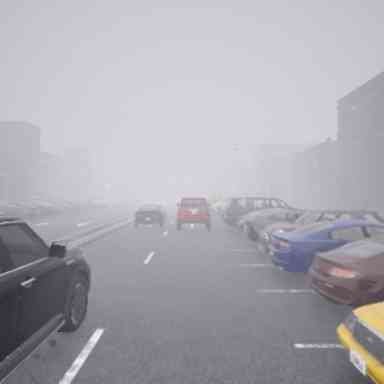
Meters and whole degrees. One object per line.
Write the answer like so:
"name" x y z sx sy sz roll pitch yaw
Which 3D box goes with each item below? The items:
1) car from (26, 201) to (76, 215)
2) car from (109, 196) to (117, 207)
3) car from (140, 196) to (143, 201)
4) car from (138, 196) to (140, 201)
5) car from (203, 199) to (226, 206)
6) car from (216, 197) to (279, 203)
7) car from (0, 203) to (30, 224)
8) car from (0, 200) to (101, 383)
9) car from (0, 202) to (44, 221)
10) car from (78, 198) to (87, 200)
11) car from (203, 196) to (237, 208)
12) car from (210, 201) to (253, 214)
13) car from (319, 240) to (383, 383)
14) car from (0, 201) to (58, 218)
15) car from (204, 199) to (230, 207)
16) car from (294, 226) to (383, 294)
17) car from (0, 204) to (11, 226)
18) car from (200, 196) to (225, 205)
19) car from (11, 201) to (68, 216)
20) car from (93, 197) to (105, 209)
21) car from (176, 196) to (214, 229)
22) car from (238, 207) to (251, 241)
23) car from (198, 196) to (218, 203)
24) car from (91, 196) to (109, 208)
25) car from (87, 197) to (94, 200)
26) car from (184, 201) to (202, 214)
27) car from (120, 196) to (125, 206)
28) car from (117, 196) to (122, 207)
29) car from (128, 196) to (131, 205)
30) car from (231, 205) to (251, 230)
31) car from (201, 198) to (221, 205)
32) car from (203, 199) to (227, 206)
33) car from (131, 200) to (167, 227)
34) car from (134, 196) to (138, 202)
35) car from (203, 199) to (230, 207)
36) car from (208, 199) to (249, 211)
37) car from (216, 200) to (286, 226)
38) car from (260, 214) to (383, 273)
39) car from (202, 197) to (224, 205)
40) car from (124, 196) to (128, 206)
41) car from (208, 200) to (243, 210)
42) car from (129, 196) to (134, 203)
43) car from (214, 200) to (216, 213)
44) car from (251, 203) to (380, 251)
"car" -15.712 1.765 37.238 4.674 1.452 2.002 0 -1 0
"car" -15.703 1.651 54.039 5.566 2.045 2.435 0 -1 0
"car" -15.608 1.999 81.822 5.566 2.045 2.435 0 -1 0
"car" -15.628 2.216 79.040 4.892 1.521 2.231 0 -1 0
"car" 4.620 2.156 69.876 4.674 1.452 2.002 0 -1 0
"car" 4.622 1.513 28.388 4.553 1.767 2.185 0 0 0
"car" -15.735 1.628 26.123 4.892 1.521 2.231 0 0 0
"car" -2.898 1.225 3.667 2.150 2.045 5.566 0 0 0
"car" -15.764 1.679 28.901 4.792 1.488 2.163 0 0 0
"car" -15.737 1.782 40.017 4.792 1.488 2.163 0 -1 0
"car" 4.615 1.674 55.964 5.566 2.045 2.435 0 -1 0
"car" 4.629 1.768 39.414 4.792 1.488 2.163 0 -1 0
"car" 4.457 1.479 3.575 5.366 1.575 1.946 0 0 0
"car" -15.722 1.675 31.806 5.008 1.535 2.097 0 -1 0
"car" 4.638 2.038 61.474 4.674 1.452 2.002 0 -1 0
"car" 4.641 1.533 6.332 4.674 1.452 2.002 0 0 0
"car" -15.753 1.604 23.343 5.008 1.535 2.097 0 0 0
"car" 4.586 1.941 75.265 5.566 2.045 2.435 0 -1 0
"car" -15.727 1.701 34.585 4.892 1.521 2.231 0 -1 0
"car" -15.686 1.878 48.353 4.674 1.452 2.002 0 -1 0
"car" 0.111 1.337 22.726 2.150 2.045 5.566 0 0 0
"car" 4.676 1.570 14.602 4.792 1.488 2.163 0 0 0
"car" 4.614 2.190 94.568 5.566 2.045 2.435 0 -1 0
"car" -15.714 1.745 51.225 4.553 1.767 2.185 0 -1 0
"car" -15.708 1.781 42.797 4.892 1.521 2.231 0 -1 0
"car" 0.118 1.834 40.480 1.994 1.385 4.181 0 -1 0
"car" -15.626 2.032 62.372 4.792 1.488 2.163 0 -1 0
"car" -15.633 1.998 59.595 4.792 1.488 2.163 0 -1 0
"car" -15.671 2.103 67.930 4.792 1.488 2.163 0 -1 0
"car" 4.646 1.598 17.359 4.674 1.452 2.002 0 0 0
"car" 4.577 2.297 80.777 4.792 1.488 2.163 0 -1 0
"car" 4.625 2.115 66.988 4.674 1.452 2.002 0 -1 0
"car" -2.889 1.603 24.083 1.882 1.535 5.008 0 0 0
"car" -15.638 2.180 76.260 5.008 1.535 2.097 0 -1 0
"car" 4.626 2.036 64.232 5.008 1.535 2.097 0 -1 0
"car" 4.845 1.792 44.935 5.366 1.575 1.946 0 -1 0
"car" 4.647 1.617 25.630 5.008 1.535 2.097 0 0 0
"car" 4.639 1.506 9.087 5.008 1.535 2.097 0 0 0
"car" 4.588 2.028 72.506 4.553 1.767 2.185 0 -1 0
"car" -15.834 2.035 65.153 5.366 1.575 1.946 0 -1 0
"car" 4.685 1.856 47.691 4.792 1.488 2.163 0 -1 0
"car" -15.641 2.108 70.585 5.008 1.535 2.097 0 -1 0
"car" 4.684 1.691 31.144 4.792 1.488 2.163 0 -1 0
"car" 4.677 1.398 11.845 4.553 1.767 2.185 0 0 0
